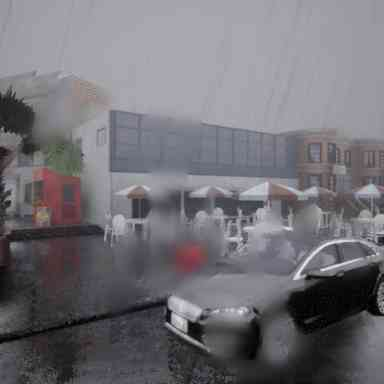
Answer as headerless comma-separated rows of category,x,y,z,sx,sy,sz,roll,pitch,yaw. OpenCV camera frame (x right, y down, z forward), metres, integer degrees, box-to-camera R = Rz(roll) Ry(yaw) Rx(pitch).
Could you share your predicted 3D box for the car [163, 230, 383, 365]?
car,1.826,1.491,5.895,4.902,1.511,2.128,0,0,-35
